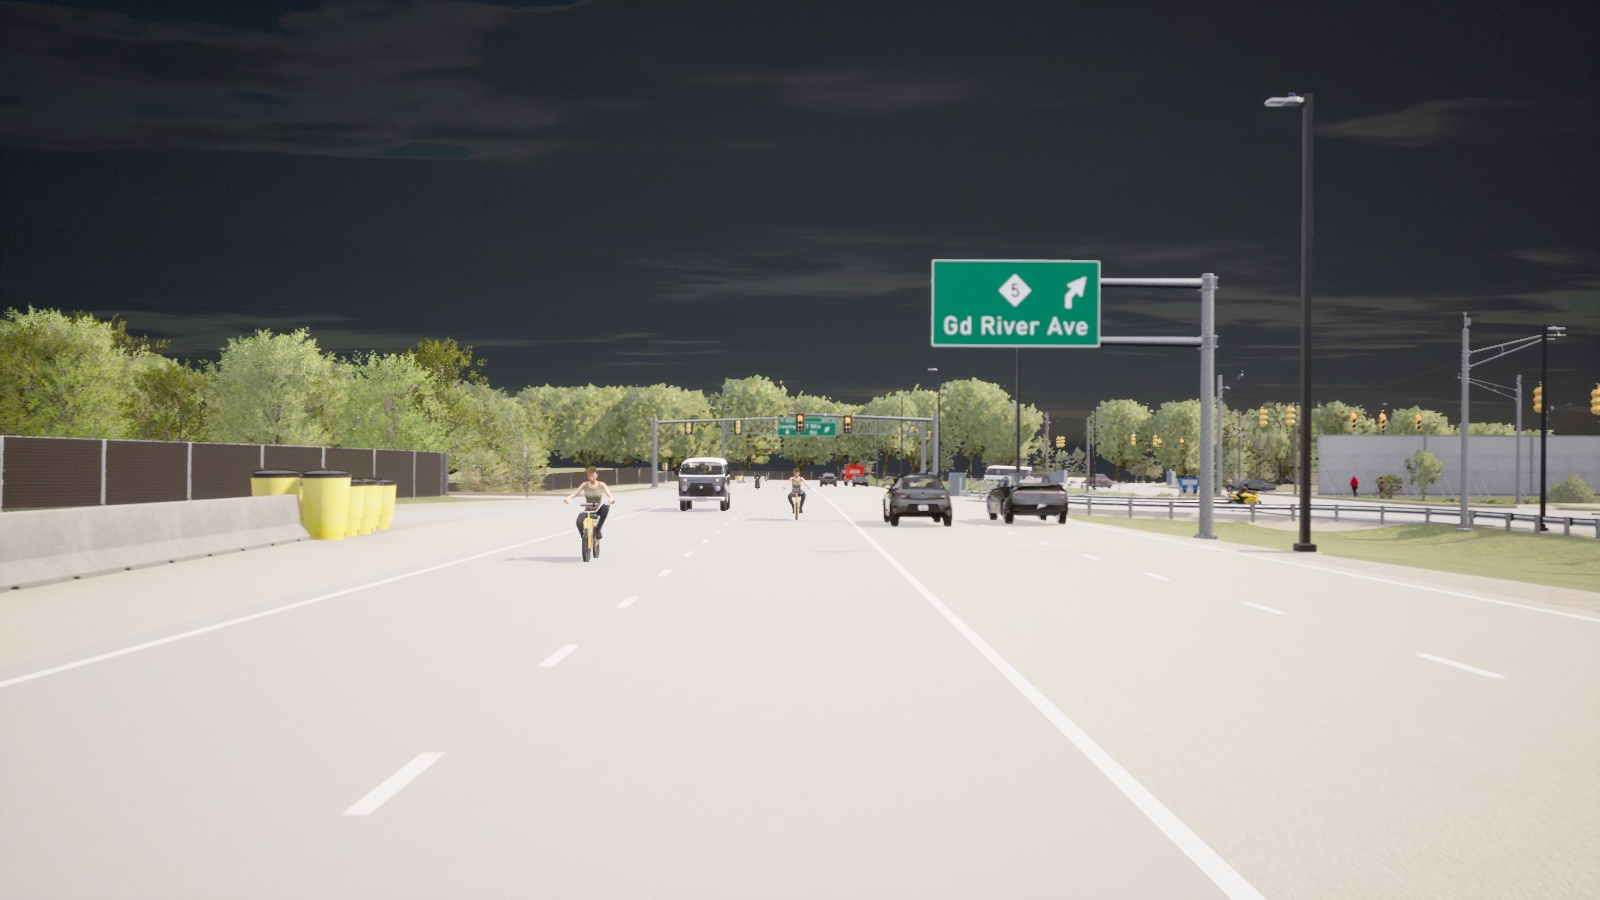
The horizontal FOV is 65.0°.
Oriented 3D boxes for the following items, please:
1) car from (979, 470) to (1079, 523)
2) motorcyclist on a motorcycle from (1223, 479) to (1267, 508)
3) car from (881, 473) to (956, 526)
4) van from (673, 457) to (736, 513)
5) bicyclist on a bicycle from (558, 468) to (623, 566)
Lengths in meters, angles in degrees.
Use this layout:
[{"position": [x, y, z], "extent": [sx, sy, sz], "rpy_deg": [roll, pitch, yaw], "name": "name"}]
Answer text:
[{"position": [6.911, 1.360, 38.409], "extent": [2.128, 1.511, 4.902], "rpy_deg": [0, -1, 0], "name": "car"}, {"position": [24.230, 2.366, 68.397], "extent": [2.044, 1.523, 0.797], "rpy_deg": [-2, 0, -3], "name": "motorcyclist on a motorcycle"}, {"position": [3.415, 1.407, 36.862], "extent": [1.816, 1.474, 4.193], "rpy_deg": [0, -1, 0], "name": "car"}, {"position": [-3.610, 1.325, 48.084], "extent": [2.069, 2.038, 4.480], "rpy_deg": [0, -1, 0], "name": "van"}, {"position": [-3.550, 1.113, 21.407], "extent": [0.866, 1.612, 1.509], "rpy_deg": [0, -1, 0], "name": "bicyclist on a bicycle"}]
